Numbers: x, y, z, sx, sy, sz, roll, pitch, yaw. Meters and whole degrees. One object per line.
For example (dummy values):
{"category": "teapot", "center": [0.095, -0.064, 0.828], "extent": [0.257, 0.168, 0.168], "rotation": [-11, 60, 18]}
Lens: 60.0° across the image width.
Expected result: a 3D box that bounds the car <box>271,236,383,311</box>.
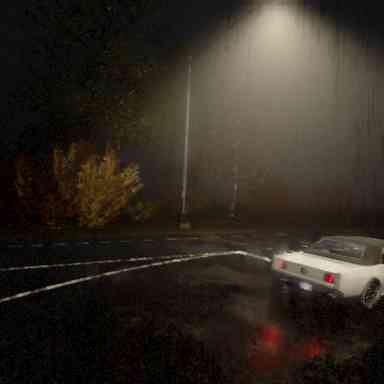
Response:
{"category": "car", "center": [4.270, 1.769, 8.137], "extent": [4.718, 1.301, 1.895], "rotation": [2, 0, -32]}
